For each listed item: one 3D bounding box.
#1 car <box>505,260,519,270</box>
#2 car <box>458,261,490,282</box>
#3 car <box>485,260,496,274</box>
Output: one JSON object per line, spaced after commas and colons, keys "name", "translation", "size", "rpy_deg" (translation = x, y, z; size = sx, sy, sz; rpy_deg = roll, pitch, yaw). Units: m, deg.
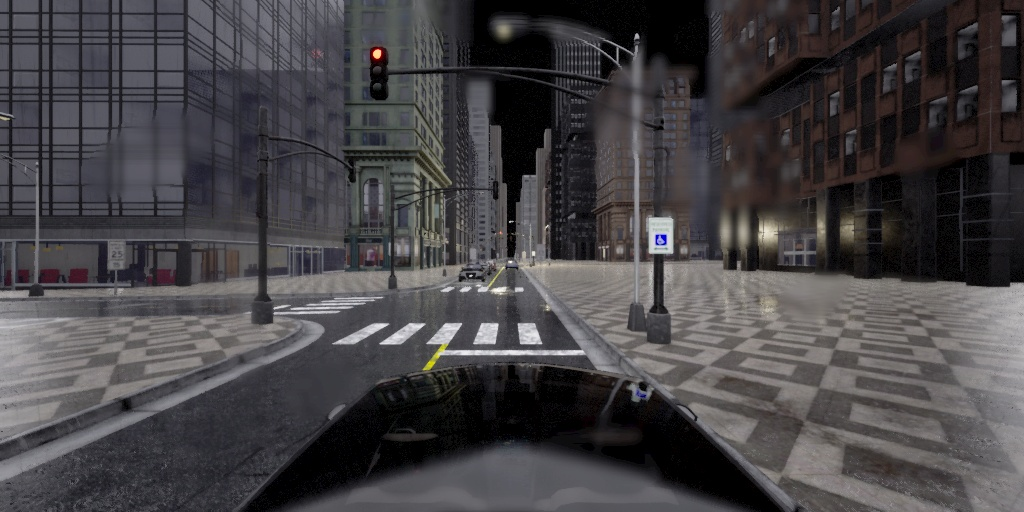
{"name": "car", "translation": [-0.015, 1.325, 53.394], "size": [1.994, 1.385, 4.181], "rpy_deg": [0, 0, 0]}
{"name": "car", "translation": [-3.111, 1.314, 28.981], "size": [1.994, 1.385, 4.181], "rpy_deg": [0, 0, 0]}
{"name": "car", "translation": [-3.105, 1.244, 37.952], "size": [2.128, 1.511, 4.902], "rpy_deg": [0, 0, 0]}
